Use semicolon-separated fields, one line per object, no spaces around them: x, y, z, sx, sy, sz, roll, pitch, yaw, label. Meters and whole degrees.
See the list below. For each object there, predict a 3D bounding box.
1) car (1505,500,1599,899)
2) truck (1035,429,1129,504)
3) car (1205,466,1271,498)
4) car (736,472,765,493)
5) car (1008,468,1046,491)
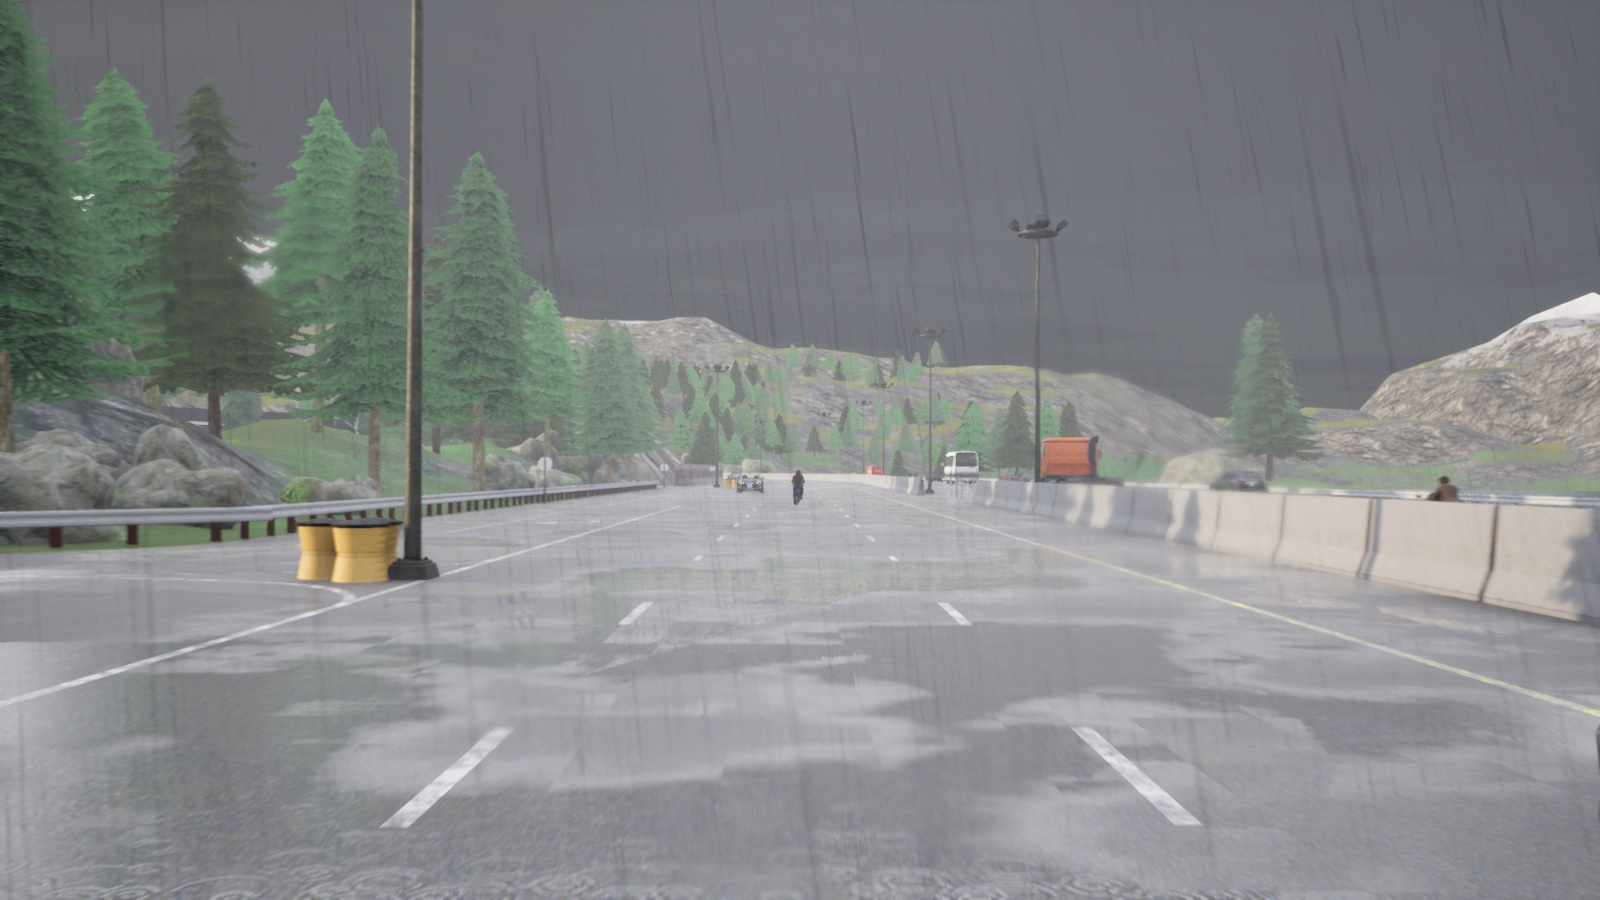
3.494;0.865;2.251;1.812;1.442;4.674;0;-1;0;car
13.922;0.841;62.595;2.891;3.462;7.936;0;-1;0;truck
24.429;1.768;70.159;2.097;1.767;4.553;0;-1;0;car
-3.564;2.343;91.113;1.970;1.475;3.806;0;-1;0;car
17.437;2.247;96.683;2.097;1.767;4.553;0;-1;0;car
